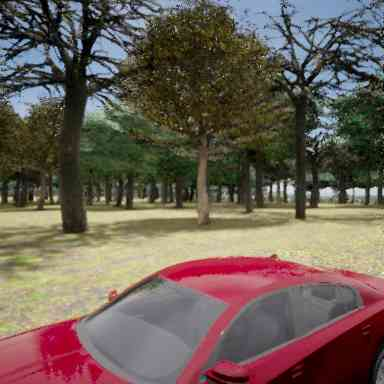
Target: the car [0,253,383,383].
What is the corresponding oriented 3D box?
[{"bbox_3d":[0.245,1.462,3.237,5.008,1.535,1.882,-1,0,-35],"label":"car"}]
